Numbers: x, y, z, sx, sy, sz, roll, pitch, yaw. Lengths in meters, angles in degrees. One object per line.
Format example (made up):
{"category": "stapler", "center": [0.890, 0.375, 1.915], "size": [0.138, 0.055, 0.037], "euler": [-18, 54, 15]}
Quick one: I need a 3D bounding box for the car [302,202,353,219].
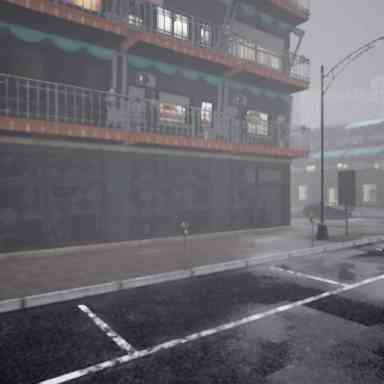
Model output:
{"category": "car", "center": [12.004, 1.580, 29.699], "size": [1.994, 1.385, 4.181], "euler": [0, -1, -35]}
